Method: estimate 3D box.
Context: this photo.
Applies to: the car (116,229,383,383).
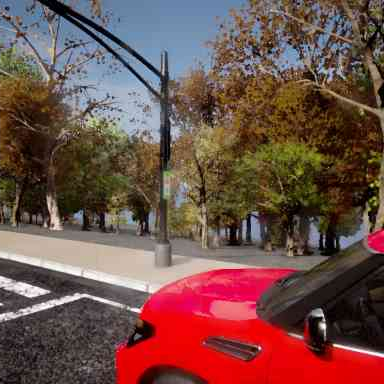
[{"bbox_3d":[1.984,1.222,2.298,5.566,2.045,2.150,0,0,34],"label":"car"}]
